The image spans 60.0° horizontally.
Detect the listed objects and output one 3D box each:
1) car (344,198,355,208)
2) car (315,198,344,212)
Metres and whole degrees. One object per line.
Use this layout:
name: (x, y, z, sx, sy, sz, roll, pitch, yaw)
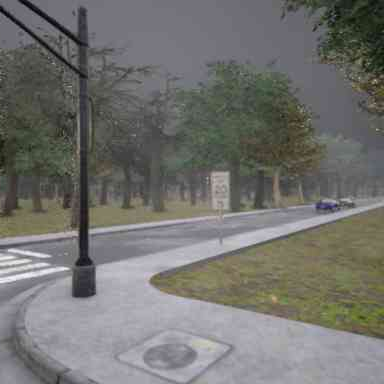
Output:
car: (22.181, 1.577, 48.026, 1.812, 1.442, 4.674, -1, 0, 36)
car: (16.191, 1.531, 39.564, 1.882, 1.535, 5.008, -1, 0, 36)
